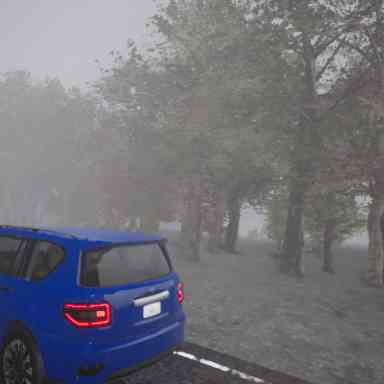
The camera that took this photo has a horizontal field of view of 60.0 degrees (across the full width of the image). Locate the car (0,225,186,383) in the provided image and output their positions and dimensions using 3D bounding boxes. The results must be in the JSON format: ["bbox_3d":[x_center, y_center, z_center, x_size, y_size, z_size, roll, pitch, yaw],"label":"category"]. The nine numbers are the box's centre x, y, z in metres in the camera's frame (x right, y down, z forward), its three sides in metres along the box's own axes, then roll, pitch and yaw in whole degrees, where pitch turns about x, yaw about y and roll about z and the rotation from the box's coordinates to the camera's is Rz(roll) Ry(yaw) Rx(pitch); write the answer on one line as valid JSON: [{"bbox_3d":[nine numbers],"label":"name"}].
[{"bbox_3d":[-2.674,1.573,5.743,5.566,2.045,2.150,0,-4,36],"label":"car"}]
